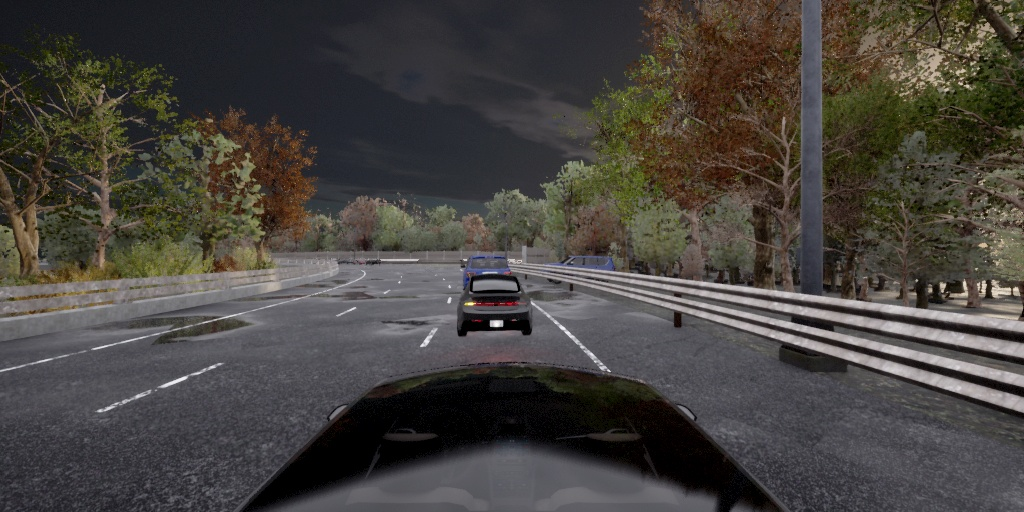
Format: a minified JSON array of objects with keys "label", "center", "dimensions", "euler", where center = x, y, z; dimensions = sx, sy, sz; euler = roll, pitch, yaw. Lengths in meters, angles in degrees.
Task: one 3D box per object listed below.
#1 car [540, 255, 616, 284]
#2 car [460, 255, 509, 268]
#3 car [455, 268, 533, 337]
[{"label":"car","center":[4.816,0.964,26.165],"dimensions":[5.566,2.045,2.150],"euler":[3,1,-7]},{"label":"car","center":[-1.331,0.971,17.854],"dimensions":[2.150,2.045,5.566],"euler":[0,0,-9]},{"label":"car","center":[-0.558,1.255,10.377],"dimensions":[1.837,1.490,4.892],"euler":[0,0,-5]}]
